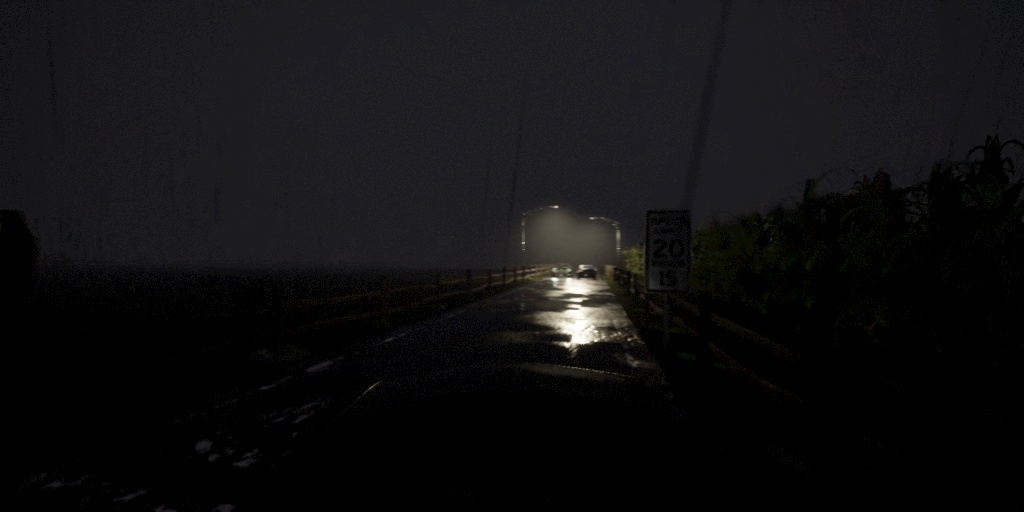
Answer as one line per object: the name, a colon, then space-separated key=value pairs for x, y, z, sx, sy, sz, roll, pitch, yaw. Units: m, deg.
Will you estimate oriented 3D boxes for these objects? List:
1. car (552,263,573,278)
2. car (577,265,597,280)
car: x=5.971 y=1.597 z=42.090 sx=2.097 sy=1.767 sz=4.553 roll=1 pitch=-1 yaw=13
car: x=7.829 y=1.727 z=37.566 sx=2.128 sy=1.511 sz=4.902 roll=1 pitch=-1 yaw=13
